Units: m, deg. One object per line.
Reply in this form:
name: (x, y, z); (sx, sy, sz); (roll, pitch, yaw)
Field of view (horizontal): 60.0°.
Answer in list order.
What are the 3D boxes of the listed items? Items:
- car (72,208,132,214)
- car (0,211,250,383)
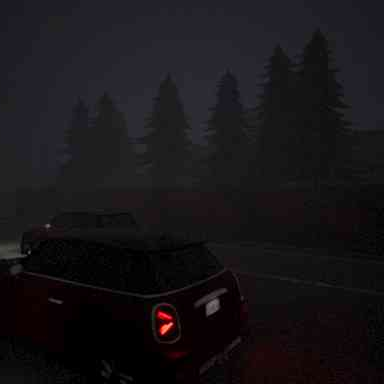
car: (-3.581, 1.351, 10.847); (4.553, 1.767, 2.097); (0, 0, 36)
car: (-1.514, 1.353, 5.079); (4.553, 1.767, 2.097); (0, 0, 34)
